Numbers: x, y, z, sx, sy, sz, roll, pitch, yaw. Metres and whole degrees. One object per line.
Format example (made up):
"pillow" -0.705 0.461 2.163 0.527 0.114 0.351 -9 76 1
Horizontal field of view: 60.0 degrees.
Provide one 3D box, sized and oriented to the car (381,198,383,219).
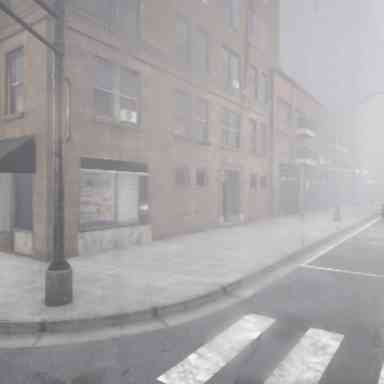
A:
"car" 15.264 0.983 24.513 2.192 1.841 5.009 1 1 36
